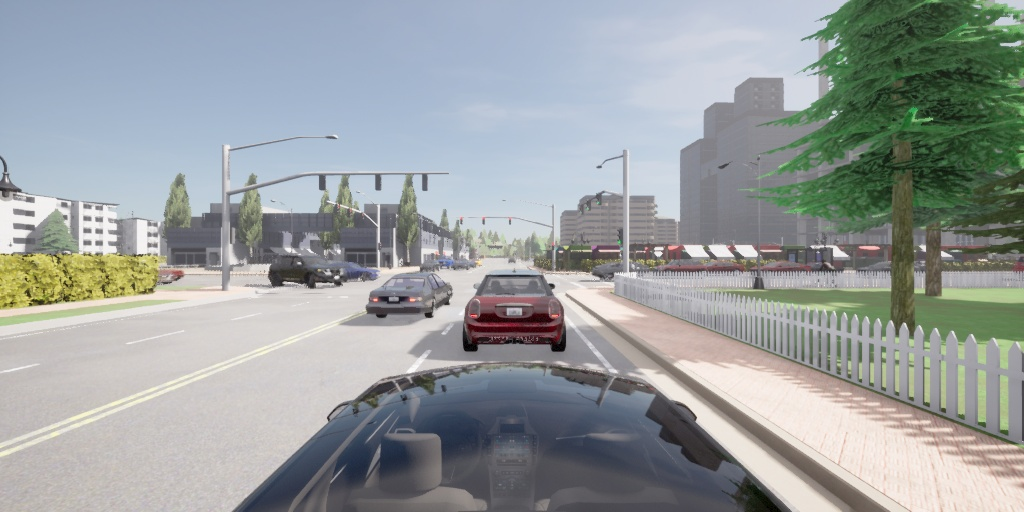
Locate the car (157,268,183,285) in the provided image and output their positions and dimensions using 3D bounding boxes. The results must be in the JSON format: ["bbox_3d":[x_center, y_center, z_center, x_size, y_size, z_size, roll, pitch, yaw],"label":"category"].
[{"bbox_3d":[-25.638,1.276,24.261,4.674,1.442,1.812,0,0,-1],"label":"car"}]

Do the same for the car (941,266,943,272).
[{"bbox_3d":[40.674,1.241,36.454,4.902,1.511,2.128,0,0,-1],"label":"car"}]

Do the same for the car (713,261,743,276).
[{"bbox_3d":[20.551,1.227,35.981,5.008,1.535,1.882,0,0,-1],"label":"car"}]

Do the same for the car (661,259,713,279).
[{"bbox_3d":[15.075,1.102,32.339,4.553,1.767,2.097,0,0,-1],"label":"car"}]

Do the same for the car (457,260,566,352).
[{"bbox_3d":[0.063,1.102,9.089,2.097,1.767,4.553,0,0,0],"label":"car"}]

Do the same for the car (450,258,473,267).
[{"bbox_3d":[-7.107,1.314,51.095,1.994,1.385,4.181,0,0,0],"label":"car"}]

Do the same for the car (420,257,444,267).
[{"bbox_3d":[-10.608,1.255,46.518,1.837,1.490,4.892,0,0,0],"label":"car"}]

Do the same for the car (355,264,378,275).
[{"bbox_3d":[-12.793,1.275,28.216,4.674,1.442,1.812,0,0,-2],"label":"car"}]

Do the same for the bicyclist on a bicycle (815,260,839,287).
[{"bbox_3d":[18.789,1.052,21.448,0.582,1.620,1.656,0,0,-1],"label":"bicyclist on a bicycle"}]

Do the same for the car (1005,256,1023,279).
[{"bbox_3d":[44.824,0.971,29.394,5.566,2.045,2.150,0,0,-1],"label":"car"}]

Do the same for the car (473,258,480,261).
[{"bbox_3d":[-7.092,1.297,60.338,2.033,1.411,5.357,0,0,0],"label":"car"}]

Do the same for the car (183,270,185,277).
[{"bbox_3d":[-28.230,1.351,27.651,4.718,1.301,1.895,0,0,-1],"label":"car"}]

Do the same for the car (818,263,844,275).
[{"bbox_3d":[30.449,1.351,36.227,4.718,1.301,1.895,0,0,-1],"label":"car"}]

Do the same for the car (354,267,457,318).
[{"bbox_3d":[-3.420,1.297,12.924,2.033,1.411,5.357,0,0,0],"label":"car"}]

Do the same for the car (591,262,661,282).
[{"bbox_3d":[8.796,1.241,28.495,4.902,1.511,2.128,0,0,-1],"label":"car"}]

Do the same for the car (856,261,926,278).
[{"bbox_3d":[34.349,1.255,32.816,4.892,1.490,1.837,0,0,-1],"label":"car"}]

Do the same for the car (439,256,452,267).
[{"bbox_3d":[-10.601,0.971,56.380,2.150,2.045,5.566,0,0,0],"label":"car"}]

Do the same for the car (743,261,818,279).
[{"bbox_3d":[24.288,1.228,32.571,5.008,1.535,1.882,0,0,-1],"label":"car"}]

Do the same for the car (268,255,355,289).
[{"bbox_3d":[-13.153,0.974,23.062,5.566,2.045,2.150,0,-1,26],"label":"car"}]
